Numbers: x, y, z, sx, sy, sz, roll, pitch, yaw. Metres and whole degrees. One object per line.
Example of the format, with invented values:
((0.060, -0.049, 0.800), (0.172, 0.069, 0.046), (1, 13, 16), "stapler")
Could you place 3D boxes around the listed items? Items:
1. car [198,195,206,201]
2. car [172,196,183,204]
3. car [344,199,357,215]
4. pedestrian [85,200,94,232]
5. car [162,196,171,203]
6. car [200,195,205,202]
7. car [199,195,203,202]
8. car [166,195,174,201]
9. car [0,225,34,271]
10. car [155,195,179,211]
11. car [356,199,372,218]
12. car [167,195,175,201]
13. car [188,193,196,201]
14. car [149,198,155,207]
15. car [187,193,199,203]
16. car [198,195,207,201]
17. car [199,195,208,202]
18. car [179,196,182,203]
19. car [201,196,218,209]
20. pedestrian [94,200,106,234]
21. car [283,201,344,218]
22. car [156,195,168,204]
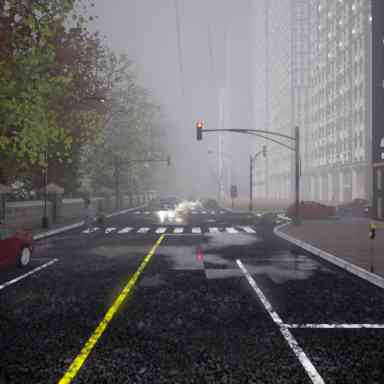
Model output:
((2.687, 1.630, 91.640), (2.008, 1.369, 4.403), (0, 0, 0), "car")
((-3.005, 1.566, 69.323), (2.128, 1.511, 4.902), (0, 0, 0), "car")
((14.605, 1.304, 29.791), (4.181, 1.385, 1.994), (-1, 0, 0), "car")
((-5.662, 1.296, 18.536), (0.375, 1.860, 0.375), (0, 0, 0), "pedestrian")
((-5.692, 1.577, 74.574), (1.752, 1.417, 4.829), (0, 0, 0), "car")
((2.689, 1.591, 52.214), (1.947, 1.339, 4.313), (0, 0, 0), "car")
((2.689, 1.596, 57.846), (1.947, 1.339, 4.313), (0, 0, 0), "car")
((-5.692, 1.510, 86.007), (1.967, 1.590, 4.097), (0, 0, 0), "car")
((-5.817, 1.545, 8.662), (1.887, 1.381, 4.507), (0, 0, 0), "car")
((-3.099, 1.509, 42.134), (2.128, 1.511, 4.902), (0, 0, 0), "car")
((14.673, 1.279, 23.990), (4.313, 1.339, 1.947), (-1, 1, 0), "car")
((-5.694, 1.624, 91.639), (1.887, 1.381, 4.507), (0, 0, 0), "car")
((-0.004, 1.166, 83.897), (2.150, 2.045, 5.566), (0, 0, 0), "car")
((-5.691, 1.607, 52.213), (1.802, 1.307, 4.206), (0, 0, 0), "car")
((-0.004, 1.581, 73.450), (2.033, 1.411, 5.357), (0, 0, 0), "car")
((2.688, 1.510, 86.007), (1.967, 1.590, 4.097), (0, 0, 0), "car")
((2.688, 1.501, 80.376), (1.967, 1.590, 4.097), (0, 0, 0), "car")
((-3.092, 1.554, 55.932), (1.812, 1.442, 4.674), (0, 0, -1), "car")
((2.689, 1.586, 46.581), (1.947, 1.339, 4.313), (0, 0, 0), "car")
((-4.885, 1.296, 17.852), (0.375, 1.860, 0.375), (0, 0, 0), "pedestrian")
((9.529, 1.383, 26.797), (4.181, 1.385, 1.994), (-1, 0, 4), "car")
((-5.691, 1.477, 63.478), (1.967, 1.590, 4.097), (0, 0, 0), "car")
